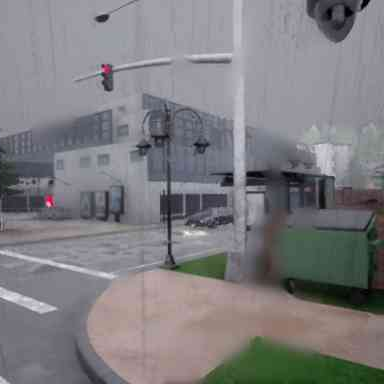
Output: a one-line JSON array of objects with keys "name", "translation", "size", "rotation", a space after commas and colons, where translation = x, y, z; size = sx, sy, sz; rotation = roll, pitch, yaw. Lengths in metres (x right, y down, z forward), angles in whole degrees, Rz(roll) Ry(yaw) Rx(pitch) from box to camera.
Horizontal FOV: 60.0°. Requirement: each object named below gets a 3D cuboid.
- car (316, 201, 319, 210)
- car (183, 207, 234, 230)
[{"name": "car", "translation": [17.651, 1.417, 42.120], "size": [2.150, 2.045, 5.566], "rotation": [-1, -1, 40]}, {"name": "car", "translation": [1.752, 1.738, 23.068], "size": [2.033, 1.411, 5.357], "rotation": [-1, -1, 40]}]
